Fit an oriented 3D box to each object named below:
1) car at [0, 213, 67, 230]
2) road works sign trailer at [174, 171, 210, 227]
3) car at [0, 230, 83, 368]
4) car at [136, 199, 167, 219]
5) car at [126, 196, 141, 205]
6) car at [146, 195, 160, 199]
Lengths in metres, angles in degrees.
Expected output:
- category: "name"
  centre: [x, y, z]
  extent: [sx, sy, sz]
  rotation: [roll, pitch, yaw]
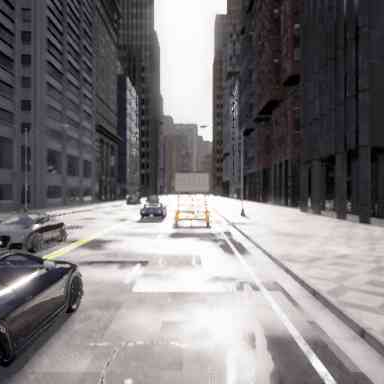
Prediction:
- category: "car"
  centre: [-6.595, 1.531, 13.310]
  extent: [1.994, 1.385, 4.181]
  rotation: [0, 0, 0]
- category: "road works sign trailer"
  centre: [0.006, 0.419, 22.074]
  extent: [2.380, 3.560, 2.880]
  rotation: [0, 0, 0]
- category: "car"
  centre: [-3.149, 1.551, 4.956]
  extent: [1.994, 1.385, 4.181]
  rotation: [0, 0, 0]
- category: "car"
  centre: [-3.143, 1.551, 28.026]
  extent: [1.895, 1.301, 4.718]
  rotation: [0, 0, 0]
- category: "car"
  centre: [-9.787, 1.464, 55.853]
  extent: [1.837, 1.490, 4.892]
  rotation: [0, 0, 1]
- category: "car"
  centre: [-6.541, 1.313, 55.813]
  extent: [2.097, 1.767, 4.553]
  rotation: [0, 0, 0]
